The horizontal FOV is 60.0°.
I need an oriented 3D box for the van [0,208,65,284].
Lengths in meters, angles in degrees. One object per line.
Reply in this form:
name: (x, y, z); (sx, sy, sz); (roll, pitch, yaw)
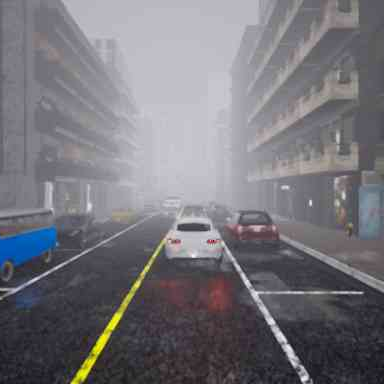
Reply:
van: (-5.309, 1.391, 9.392); (1.690, 1.788, 3.998); (-1, 0, 0)

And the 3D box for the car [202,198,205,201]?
car: (2.652, 1.789, 43.398); (1.947, 1.339, 4.313); (-1, 0, 0)

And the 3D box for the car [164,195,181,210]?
car: (-2.735, 1.464, 47.282); (2.150, 2.045, 5.566); (0, 0, 0)

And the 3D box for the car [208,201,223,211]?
car: (2.627, 1.748, 32.069); (1.802, 1.307, 4.206); (-1, 0, 0)

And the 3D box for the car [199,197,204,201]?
car: (2.766, 2.053, 92.734); (1.802, 1.307, 4.206); (-1, 0, 0)

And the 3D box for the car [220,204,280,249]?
car: (2.586, 1.518, 15.078); (1.967, 1.590, 4.097); (-1, 0, 0)

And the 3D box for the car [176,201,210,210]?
car: (0.105, 1.685, 26.493); (2.033, 1.411, 5.357); (0, 0, 1)

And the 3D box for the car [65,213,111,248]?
car: (-5.293, 1.644, 15.042); (1.947, 1.339, 4.313); (-1, 0, 0)

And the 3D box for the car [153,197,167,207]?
car: (-5.329, 1.729, 56.374); (1.967, 1.590, 4.097); (-1, 0, 0)

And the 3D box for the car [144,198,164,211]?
car: (-5.228, 1.774, 43.298); (2.008, 1.369, 4.403); (-1, 0, 0)

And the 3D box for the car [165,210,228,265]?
car: (0.075, 1.588, 11.887); (1.812, 1.442, 4.674); (0, 0, 1)

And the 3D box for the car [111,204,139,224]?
car: (-5.268, 1.661, 26.174); (1.752, 1.417, 4.829); (-1, 0, 0)
